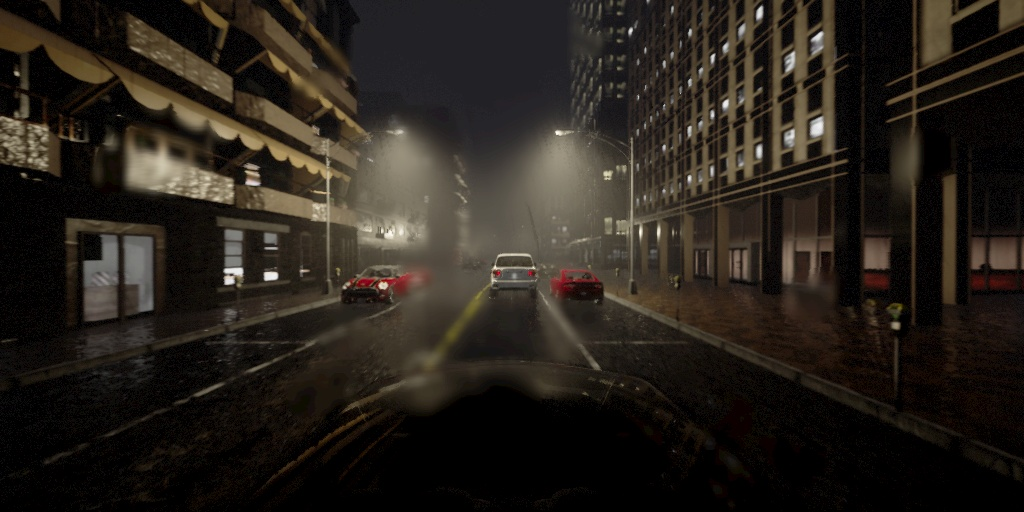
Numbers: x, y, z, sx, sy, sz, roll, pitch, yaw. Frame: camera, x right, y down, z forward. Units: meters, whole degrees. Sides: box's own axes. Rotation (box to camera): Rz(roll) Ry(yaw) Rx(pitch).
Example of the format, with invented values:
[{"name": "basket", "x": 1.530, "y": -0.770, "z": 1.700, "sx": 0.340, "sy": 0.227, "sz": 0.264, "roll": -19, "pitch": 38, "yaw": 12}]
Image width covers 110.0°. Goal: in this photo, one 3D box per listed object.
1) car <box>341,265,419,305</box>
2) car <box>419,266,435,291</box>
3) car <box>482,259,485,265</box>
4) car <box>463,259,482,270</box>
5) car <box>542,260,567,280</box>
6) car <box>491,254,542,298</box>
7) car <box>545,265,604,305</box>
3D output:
[{"name": "car", "x": -5.686, "y": 1.145, "z": 15.536, "sx": 1.967, "sy": 1.591, "sz": 4.097, "roll": 0, "pitch": 0, "yaw": 0}, {"name": "car", "x": -5.684, "y": 1.270, "z": 21.185, "sx": 1.802, "sy": 1.307, "sz": 4.207, "roll": 0, "pitch": 0, "yaw": 0}, {"name": "car", "x": -5.673, "y": 1.140, "z": 55.075, "sx": 2.007, "sy": 1.370, "sz": 4.403, "roll": 0, "pitch": 0, "yaw": 0}, {"name": "car", "x": -5.676, "y": 1.156, "z": 49.427, "sx": 2.007, "sy": 1.370, "sz": 4.403, "roll": 0, "pitch": 0, "yaw": 0}, {"name": "car", "x": 2.698, "y": 1.220, "z": 26.831, "sx": 2.007, "sy": 1.370, "sz": 4.403, "roll": 0, "pitch": 0, "yaw": 0}, {"name": "car", "x": 0.107, "y": 0.917, "z": 18.173, "sx": 2.150, "sy": 2.045, "sz": 5.566, "roll": 0, "pitch": 0, "yaw": 0}, {"name": "car", "x": 2.695, "y": 1.250, "z": 15.533, "sx": 1.888, "sy": 1.381, "sz": 4.507, "roll": 0, "pitch": 0, "yaw": 0}]
